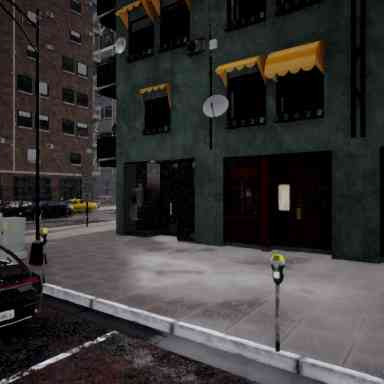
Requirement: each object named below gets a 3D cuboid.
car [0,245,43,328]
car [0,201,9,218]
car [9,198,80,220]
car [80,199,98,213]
[{"bbox_3d":[-4.469,1.552,6.054,4.403,1.369,2.008,0,0,35],"label":"car"},{"bbox_3d":[-14.045,1.350,26.058,2.008,1.369,4.403,1,1,35],"label":"car"},{"bbox_3d":[-11.226,1.346,25.589,1.994,1.385,4.181,0,1,35],"label":"car"},{"bbox_3d":[-10.958,1.250,30.486,1.752,1.417,4.829,1,1,35],"label":"car"}]
